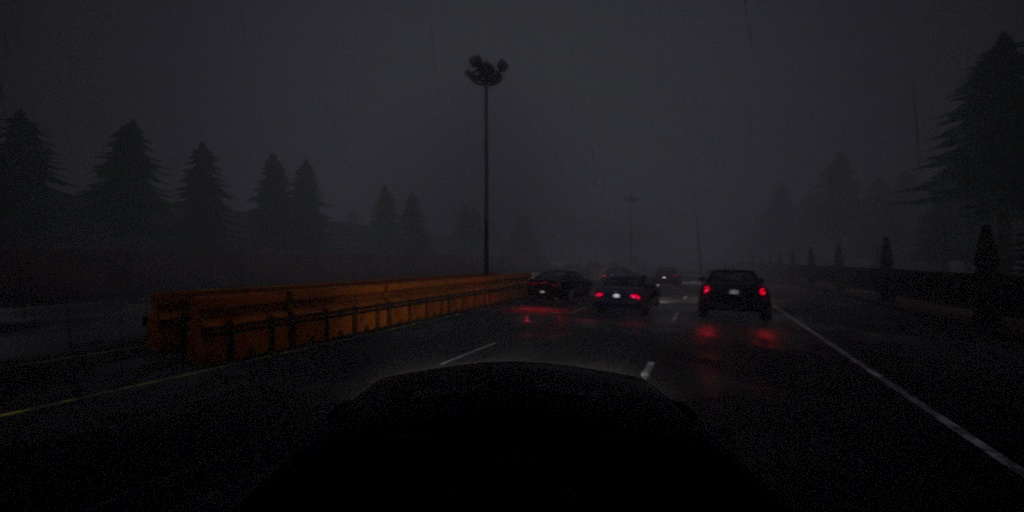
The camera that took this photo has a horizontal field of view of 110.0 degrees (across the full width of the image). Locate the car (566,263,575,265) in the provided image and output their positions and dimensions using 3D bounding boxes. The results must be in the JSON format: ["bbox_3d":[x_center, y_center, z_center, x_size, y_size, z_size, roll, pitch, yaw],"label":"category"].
[{"bbox_3d":[10.420,1.960,62.708,1.994,1.385,4.181,0,-1,25],"label":"car"}]

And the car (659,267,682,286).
[{"bbox_3d":[12.297,1.589,28.477,1.994,1.385,4.181,0,-1,29],"label":"car"}]

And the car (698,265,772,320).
[{"bbox_3d":[8.268,1.220,13.583,2.097,1.767,4.553,0,-1,29],"label":"car"}]

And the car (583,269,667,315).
[{"bbox_3d":[4.751,1.430,14.449,2.033,1.411,5.357,0,-1,28],"label":"car"}]

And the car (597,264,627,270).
[{"bbox_3d":[8.767,1.585,29.317,2.033,1.411,5.357,0,-1,29],"label":"car"}]

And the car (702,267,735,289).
[{"bbox_3d":[15.372,1.567,26.793,1.994,1.385,4.181,0,-1,28],"label":"car"}]

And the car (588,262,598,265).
[{"bbox_3d":[14.168,1.893,62.478,1.837,1.490,4.892,0,0,25],"label":"car"}]

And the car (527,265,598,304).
[{"bbox_3d":[2.495,1.396,17.613,1.882,1.535,5.008,0,0,29],"label":"car"}]
